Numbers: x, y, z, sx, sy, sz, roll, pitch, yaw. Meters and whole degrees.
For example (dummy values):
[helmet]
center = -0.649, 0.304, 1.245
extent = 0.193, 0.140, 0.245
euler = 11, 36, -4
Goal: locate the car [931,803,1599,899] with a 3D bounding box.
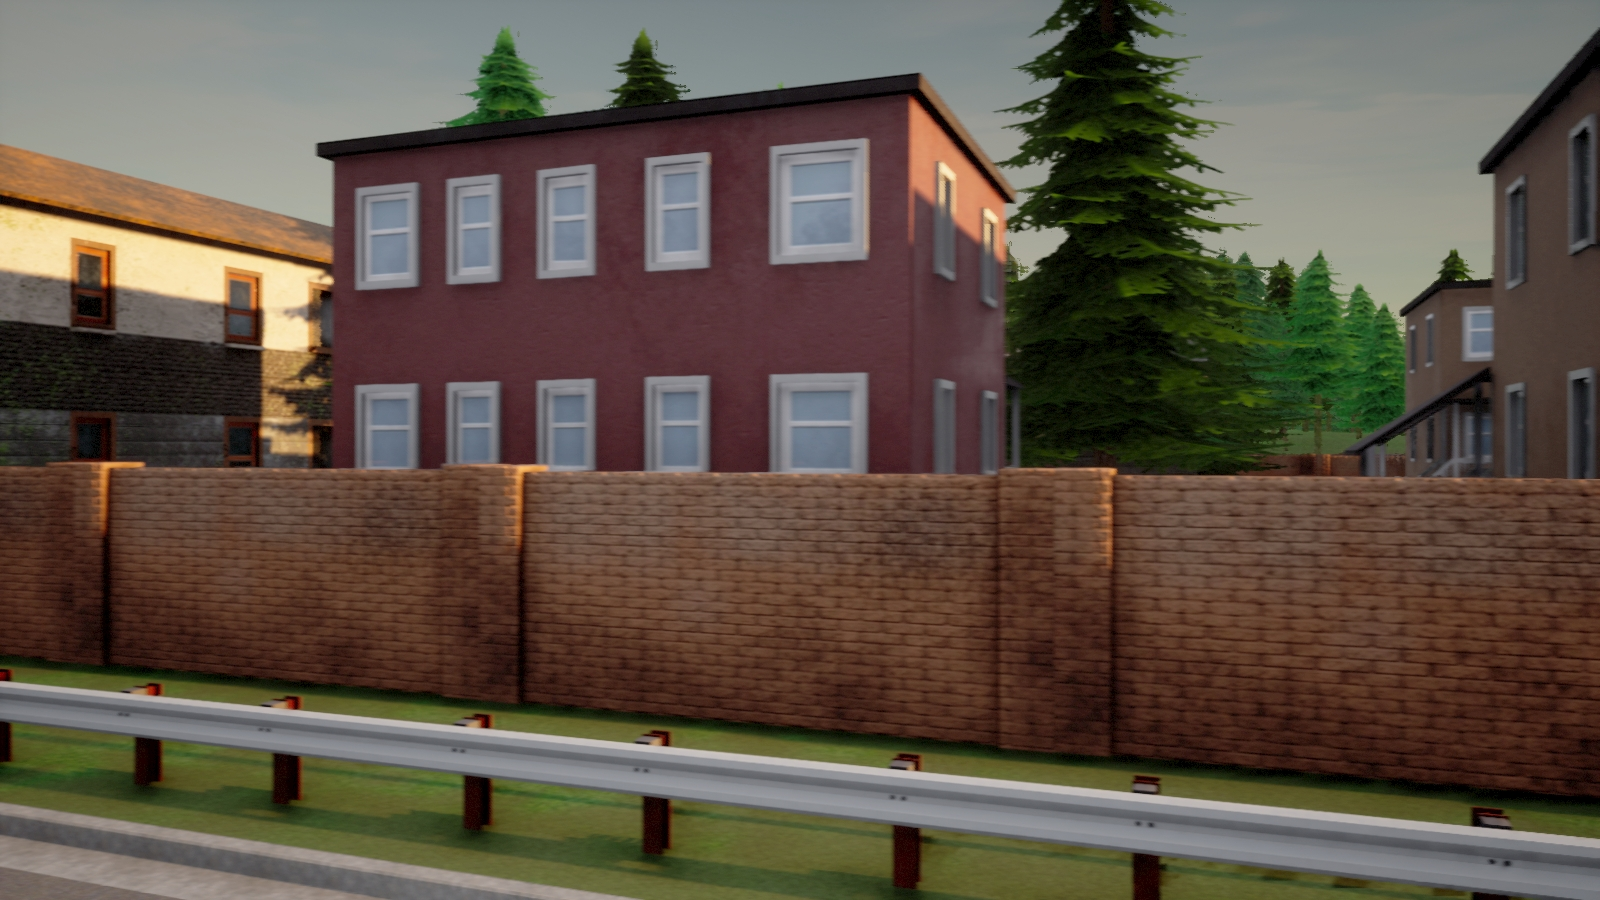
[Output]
[car]
center = 2.470, 2.040, 2.411
extent = 4.514, 1.525, 2.007
euler = 0, 0, 20
